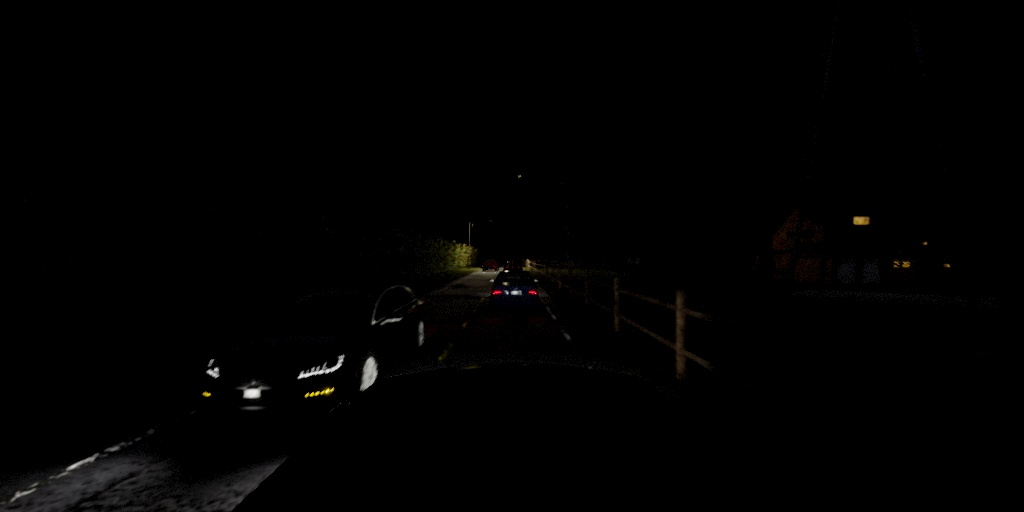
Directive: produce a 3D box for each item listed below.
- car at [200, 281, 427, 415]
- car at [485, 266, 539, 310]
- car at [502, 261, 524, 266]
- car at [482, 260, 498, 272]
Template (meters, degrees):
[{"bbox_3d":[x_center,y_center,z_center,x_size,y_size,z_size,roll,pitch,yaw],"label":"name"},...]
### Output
[{"bbox_3d":[-2.852,1.257,6.363,1.837,1.490,4.892,0,0,0],"label":"car"},{"bbox_3d":[0.087,1.304,14.745,2.033,1.411,5.357,0,0,0],"label":"car"},{"bbox_3d":[0.081,1.267,35.230,2.128,1.511,4.902,0,0,0],"label":"car"},{"bbox_3d":[-2.860,1.267,47.444,1.882,1.535,5.008,0,0,0],"label":"car"}]
